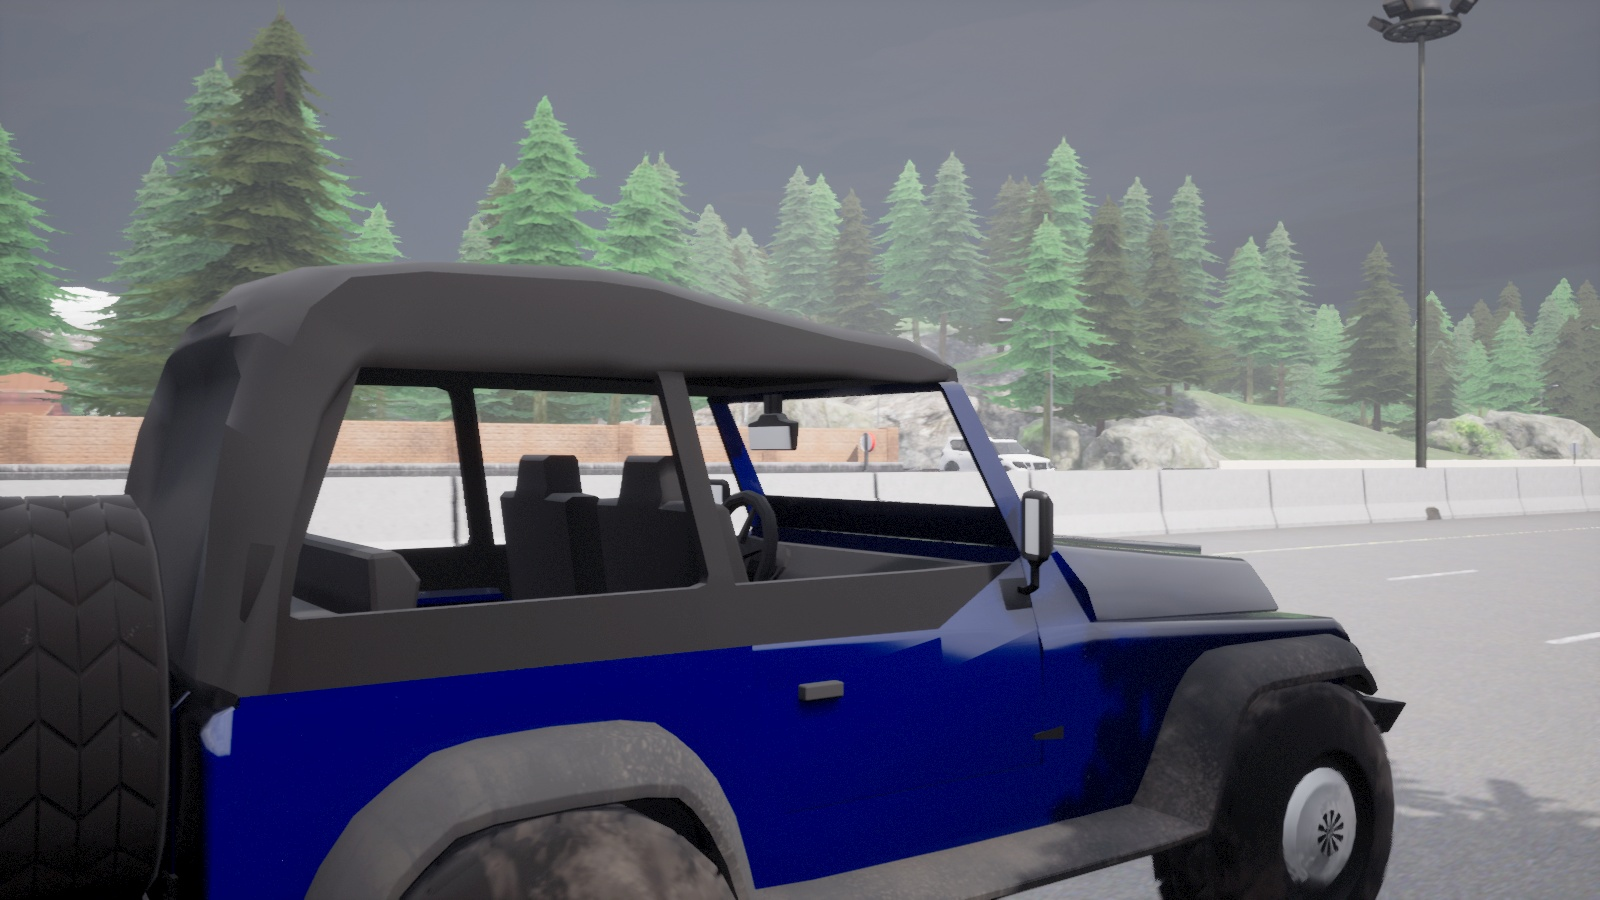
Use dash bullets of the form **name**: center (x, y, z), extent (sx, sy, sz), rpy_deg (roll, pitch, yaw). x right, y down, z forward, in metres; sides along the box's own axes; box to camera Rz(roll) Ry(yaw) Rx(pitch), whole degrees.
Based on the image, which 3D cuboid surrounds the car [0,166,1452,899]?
- **car**: center (-0.103, 0.550, 3.588), extent (3.866, 1.878, 1.905), rpy_deg (0, 0, -35)

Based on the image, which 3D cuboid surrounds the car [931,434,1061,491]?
- **car**: center (8.187, 0.465, 53.021), extent (2.150, 2.045, 5.566), rpy_deg (0, 3, -34)
